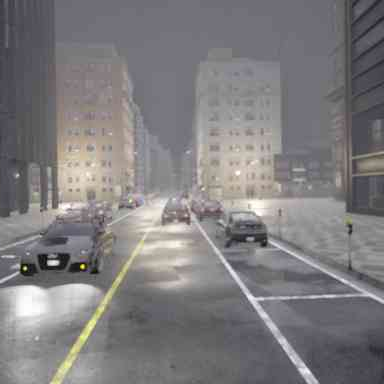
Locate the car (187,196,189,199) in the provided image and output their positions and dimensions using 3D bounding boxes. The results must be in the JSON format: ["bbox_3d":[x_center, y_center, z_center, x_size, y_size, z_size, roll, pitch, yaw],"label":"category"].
[{"bbox_3d":[0.699,1.347,36.668,1.887,1.381,4.507,-1,0,-3],"label":"car"}]

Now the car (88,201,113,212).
[{"bbox_3d":[-7.179,1.443,24.951,1.967,1.590,4.097,-1,0,-3],"label":"car"}]

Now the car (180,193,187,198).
[{"bbox_3d":[-2.421,1.006,91.827,1.887,1.381,4.507,-1,0,-3],"label":"car"}]

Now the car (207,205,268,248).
[{"bbox_3d":[1.972,1.452,14.147,2.008,1.369,4.403,-1,0,-3],"label":"car"}]

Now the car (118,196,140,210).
[{"bbox_3d":[-8.132,1.492,41.844,1.947,1.339,4.313,-1,0,-3],"label":"car"}]

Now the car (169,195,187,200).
[{"bbox_3d":[-1.880,1.399,35.846,2.033,1.411,5.357,-1,0,-3],"label":"car"}]

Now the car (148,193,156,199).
[{"bbox_3d":[-10.924,1.138,91.201,1.752,1.417,4.829,-1,0,-3],"label":"car"}]

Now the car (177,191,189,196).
[{"bbox_3d":[-1.785,0.857,80.531,2.192,1.841,5.009,-1,0,-3],"label":"car"}]

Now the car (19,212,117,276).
[{"bbox_3d":[-3.583,1.580,10.337,1.994,1.385,4.181,-1,0,-3],"label":"car"}]

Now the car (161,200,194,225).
[{"bbox_3d":[-1.115,1.509,23.058,1.895,1.301,4.718,-1,0,-3],"label":"car"}]

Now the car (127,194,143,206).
[{"bbox_3d":[-8.455,1.216,47.473,2.192,1.841,5.009,-1,0,-3],"label":"car"}]

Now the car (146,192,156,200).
[{"bbox_3d":[-10.285,1.218,79.909,1.752,1.417,4.829,-1,0,-3],"label":"car"}]

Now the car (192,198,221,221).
[{"bbox_3d":[1.334,1.293,25.407,1.967,1.590,4.097,-1,0,-3],"label":"car"}]

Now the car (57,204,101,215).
[{"bbox_3d":[-6.858,1.609,19.320,1.802,1.307,4.206,-1,0,-3],"label":"car"}]

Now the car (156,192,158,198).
[{"bbox_3d":[-10.614,1.217,85.726,1.947,1.339,4.313,-1,0,-3],"label":"car"}]
